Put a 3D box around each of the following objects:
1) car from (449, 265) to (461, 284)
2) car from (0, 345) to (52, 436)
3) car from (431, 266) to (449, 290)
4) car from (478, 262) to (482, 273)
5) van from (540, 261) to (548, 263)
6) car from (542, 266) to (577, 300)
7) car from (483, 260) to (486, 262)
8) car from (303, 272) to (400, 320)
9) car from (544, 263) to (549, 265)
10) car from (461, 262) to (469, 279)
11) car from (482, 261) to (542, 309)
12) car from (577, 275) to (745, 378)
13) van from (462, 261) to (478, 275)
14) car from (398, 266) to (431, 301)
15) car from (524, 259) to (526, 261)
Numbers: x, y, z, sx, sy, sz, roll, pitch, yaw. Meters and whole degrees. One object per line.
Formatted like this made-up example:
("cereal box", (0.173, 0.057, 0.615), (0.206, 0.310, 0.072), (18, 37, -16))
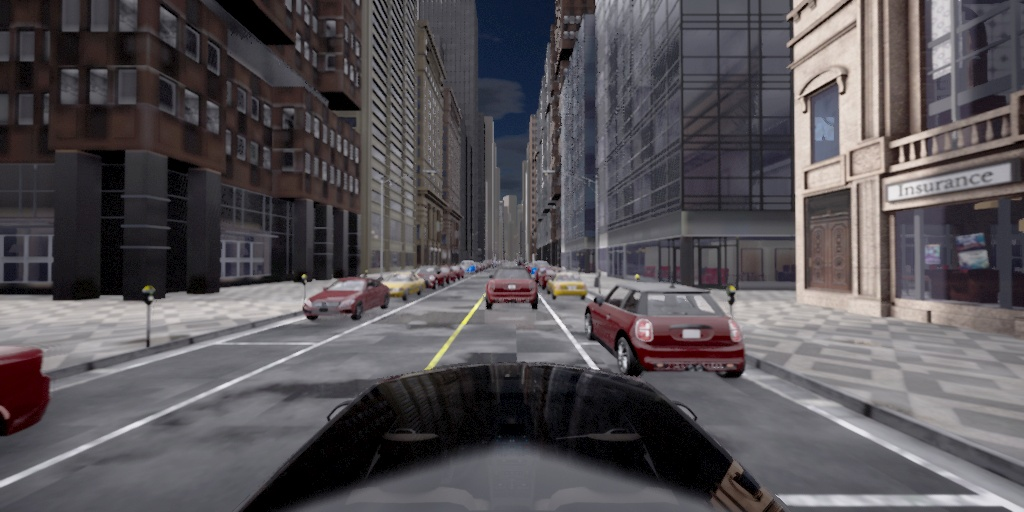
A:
("car", (-5.759, 1.560, 29.859), (1.888, 1.381, 4.507), (0, 0, 0))
("car", (-5.762, 1.296, 1.852), (1.888, 1.381, 4.507), (0, 0, 0))
("car", (-5.759, 1.402, 24.258), (1.967, 1.591, 4.097), (0, 0, 0))
("car", (-5.756, 1.809, 52.266), (1.802, 1.307, 4.207), (0, 0, 0))
("van", (2.767, 1.409, 35.469), (1.690, 1.789, 3.998), (0, 0, 0))
("car", (2.765, 1.435, 18.833), (1.751, 1.417, 4.829), (0, 0, 0))
("car", (-5.755, 1.720, 57.867), (1.967, 1.591, 4.097), (0, 0, 0))
("car", (-5.761, 1.439, 13.055), (1.802, 1.307, 4.207), (0, 0, 0))
("car", (2.767, 1.560, 29.867), (1.888, 1.381, 4.507), (0, 0, 0))
("car", (-5.758, 1.613, 35.462), (1.888, 1.381, 4.507), (0, 0, 0))
("car", (0.004, 1.234, 15.923), (2.097, 1.767, 4.553), (0, -1, 0))
("car", (2.764, 1.244, 7.459), (1.967, 1.591, 4.097), (0, 0, 0))
("van", (-5.757, 1.515, 46.665), (1.690, 1.789, 3.998), (0, 0, 0))
("car", (-5.760, 1.435, 18.486), (1.751, 1.417, 4.829), (0, 0, 0))
("car", (2.770, 1.667, 52.275), (1.967, 1.591, 4.097), (0, 0, 0))
